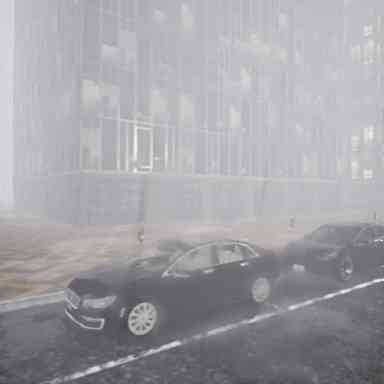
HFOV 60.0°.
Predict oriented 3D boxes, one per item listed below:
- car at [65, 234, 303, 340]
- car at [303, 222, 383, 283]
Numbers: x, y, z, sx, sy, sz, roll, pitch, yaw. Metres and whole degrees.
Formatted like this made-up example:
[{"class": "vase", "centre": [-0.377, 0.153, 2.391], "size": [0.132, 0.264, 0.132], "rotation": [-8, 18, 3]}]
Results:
[{"class": "car", "centre": [-0.126, 1.555, 6.460], "size": [4.403, 1.369, 2.008], "rotation": [0, 0, -35]}, {"class": "car", "centre": [4.514, 1.576, 9.760], "size": [4.313, 1.339, 1.947], "rotation": [0, 0, -35]}]
